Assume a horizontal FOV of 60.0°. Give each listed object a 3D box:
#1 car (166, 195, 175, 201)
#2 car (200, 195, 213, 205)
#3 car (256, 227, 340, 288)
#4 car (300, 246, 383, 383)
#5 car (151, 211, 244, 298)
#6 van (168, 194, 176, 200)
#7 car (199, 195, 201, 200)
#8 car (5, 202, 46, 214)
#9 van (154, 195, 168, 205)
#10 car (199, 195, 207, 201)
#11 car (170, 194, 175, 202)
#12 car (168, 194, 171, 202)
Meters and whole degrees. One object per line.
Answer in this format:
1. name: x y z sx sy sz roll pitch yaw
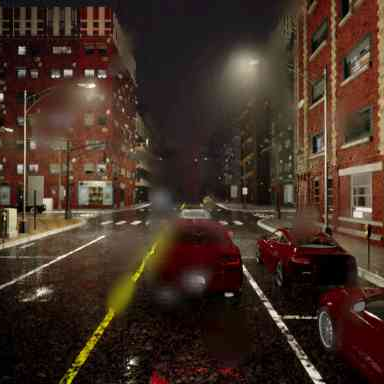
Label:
1. car: -5.533 1.581 86.474 2.008 1.369 4.403 1 0 0
2. car: 2.799 1.543 58.329 1.752 1.417 4.829 1 0 0
3. car: 2.852 1.584 8.906 1.802 1.307 4.206 1 0 0
4. car: 2.673 1.583 3.250 1.802 1.307 4.206 1 0 0
5. car: 0.112 1.480 8.588 1.882 1.535 5.008 0 0 0
6. van: -5.521 1.375 92.126 1.690 1.788 3.998 1 0 0
7. car: 2.837 1.572 80.770 1.887 1.381 4.507 1 0 0
8. car: -18.648 1.729 37.324 4.313 1.339 1.947 0 -1 0
9. van: -5.578 1.359 58.213 1.690 1.788 3.998 1 0 0
10. car: 2.846 1.596 86.421 1.947 1.339 4.313 1 0 0
11. car: -5.553 1.607 75.169 1.802 1.307 4.206 1 0 0
12. car: -5.572 1.602 63.865 1.802 1.307 4.206 1 0 0
